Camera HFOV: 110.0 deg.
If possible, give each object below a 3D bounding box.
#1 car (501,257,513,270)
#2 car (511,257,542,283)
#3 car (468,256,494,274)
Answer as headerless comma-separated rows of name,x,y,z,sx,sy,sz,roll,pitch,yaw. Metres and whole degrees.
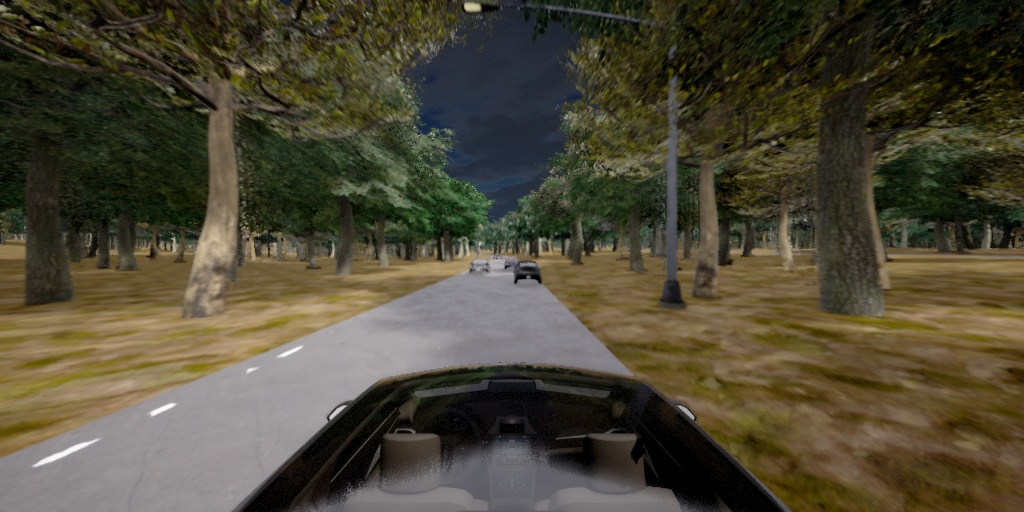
car,-0.001,0.962,43.758,1.895,1.301,4.718,0,1,0
car,1.041,1.063,25.127,1.837,1.490,4.892,0,1,0
car,-3.085,0.984,35.086,1.812,1.442,4.674,0,0,0
